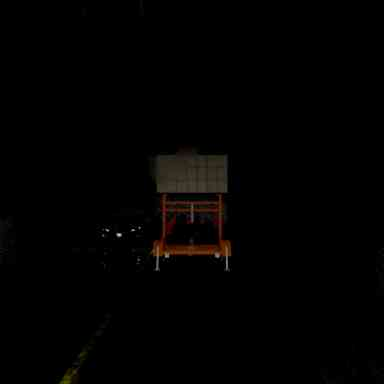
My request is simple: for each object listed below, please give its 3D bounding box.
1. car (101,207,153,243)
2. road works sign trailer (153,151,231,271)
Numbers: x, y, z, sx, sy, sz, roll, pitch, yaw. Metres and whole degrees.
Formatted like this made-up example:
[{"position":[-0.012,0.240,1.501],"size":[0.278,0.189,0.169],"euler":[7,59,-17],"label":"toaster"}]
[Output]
[{"position":[-2.989,1.508,16.087],"size":[1.837,1.490,4.892],"euler":[0,0,0],"label":"car"},{"position":[0.007,0.466,10.942],"size":[2.380,3.560,2.880],"euler":[0,0,0],"label":"road works sign trailer"}]
